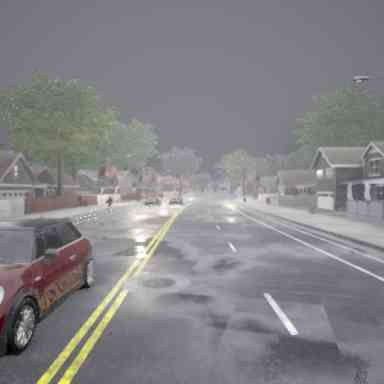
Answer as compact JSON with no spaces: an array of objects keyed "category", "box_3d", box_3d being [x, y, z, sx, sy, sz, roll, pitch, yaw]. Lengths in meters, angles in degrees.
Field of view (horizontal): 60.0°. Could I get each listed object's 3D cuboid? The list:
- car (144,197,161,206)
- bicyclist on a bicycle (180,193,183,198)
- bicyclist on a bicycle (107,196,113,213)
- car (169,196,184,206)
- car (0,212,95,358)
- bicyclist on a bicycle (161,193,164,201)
[{"category":"car","box_3d":[-5.780,1.387,49.147,1.994,1.385,4.181,0,0,3]},{"category":"bicyclist on a bicycle","box_3d":[-2.982,0.945,91.904,0.866,1.612,1.509,0,1,6]},{"category":"bicyclist on a bicycle","box_3d":[-8.551,1.265,34.476,0.659,1.776,1.843,0,0,1]},{"category":"car","box_3d":[-2.395,1.376,51.267,1.994,1.385,4.181,0,0,4]},{"category":"car","box_3d":[-3.349,1.341,6.029,2.097,1.767,4.553,0,0,0]},{"category":"bicyclist on a bicycle","box_3d":[-6.313,1.071,70.768,0.659,1.776,1.843,0,0,6]}]
